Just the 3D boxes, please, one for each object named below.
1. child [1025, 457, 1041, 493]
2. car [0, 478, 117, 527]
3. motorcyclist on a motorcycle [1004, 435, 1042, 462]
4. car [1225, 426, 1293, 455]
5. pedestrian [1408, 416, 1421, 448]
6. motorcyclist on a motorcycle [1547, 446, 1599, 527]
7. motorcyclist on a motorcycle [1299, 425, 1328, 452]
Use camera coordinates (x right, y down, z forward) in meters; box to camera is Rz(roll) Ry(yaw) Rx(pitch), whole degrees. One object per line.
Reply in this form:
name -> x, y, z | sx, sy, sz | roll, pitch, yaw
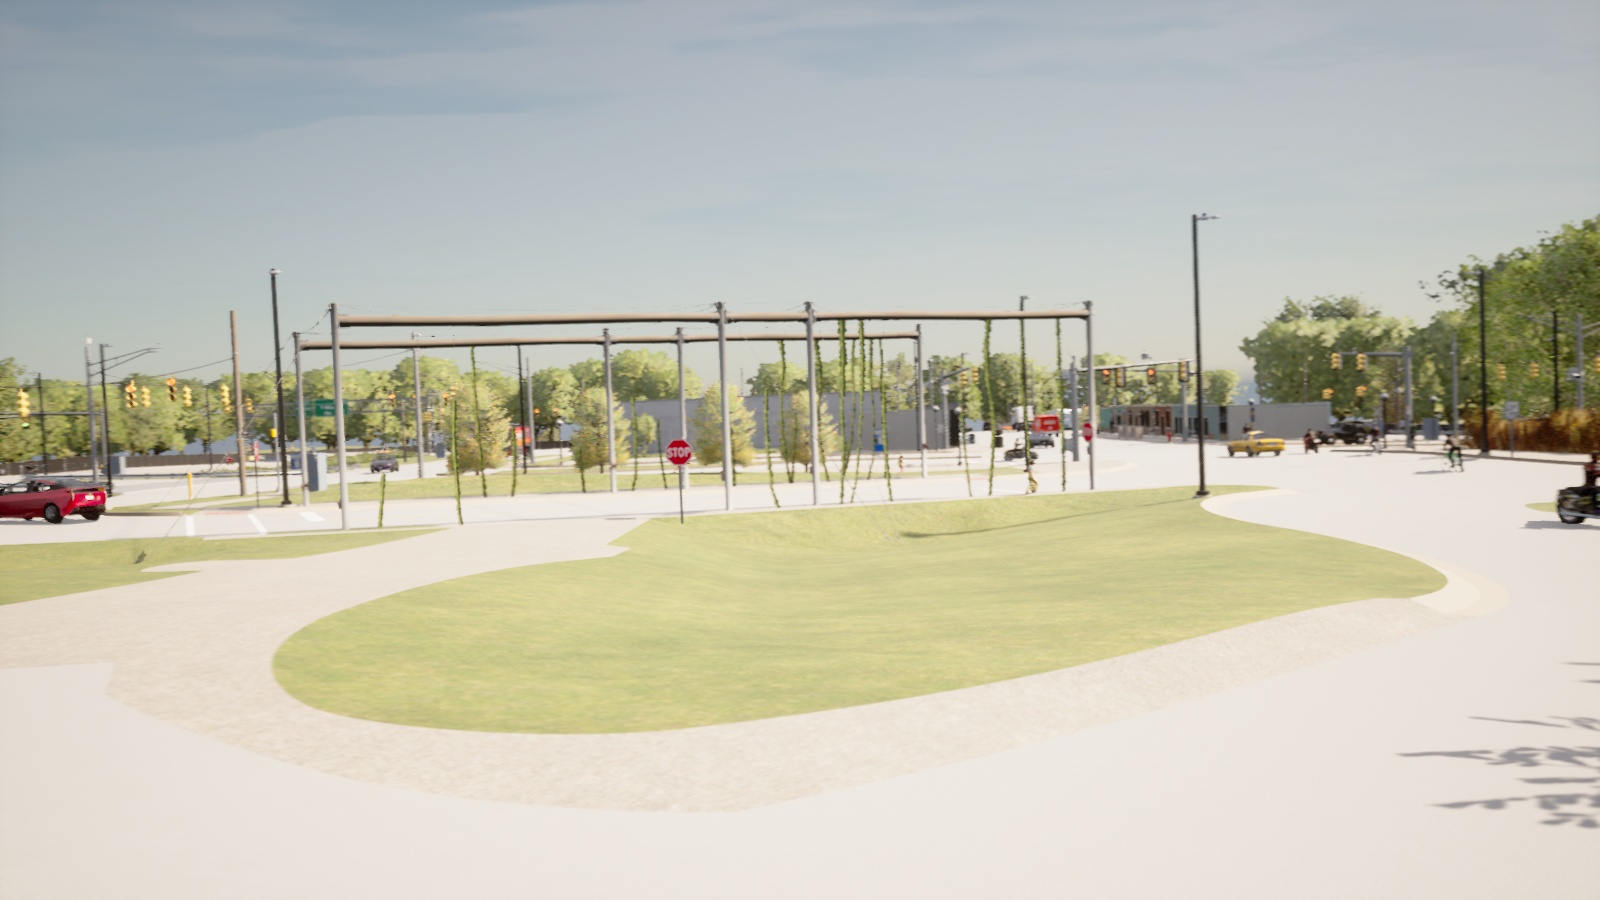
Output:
child -> 8.446, 0.898, 45.552 | 0.437, 1.263, 0.270 | -4, 3, -25
car -> -26.298, 1.816, 43.521 | 4.514, 1.525, 2.007 | -1, 1, 17
motorcyclist on a motorcycle -> 14.843, -0.096, 83.516 | 2.350, 1.649, 0.766 | -2, 3, 16
car -> 26.696, -0.550, 73.227 | 1.801, 1.575, 5.366 | -3, 1, -2
pedestrian -> 36.113, -1.083, 73.754 | 0.353, 1.847, 0.614 | -3, 2, -9
motorcyclist on a motorcycle -> 16.981, 0.762, 26.417 | 0.766, 1.649, 2.350 | -1, 1, -13
motorcyclist on a motorcycle -> 30.350, -0.689, 74.285 | 0.797, 1.523, 2.044 | -3, 0, 0
